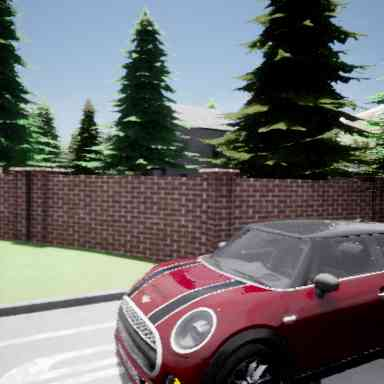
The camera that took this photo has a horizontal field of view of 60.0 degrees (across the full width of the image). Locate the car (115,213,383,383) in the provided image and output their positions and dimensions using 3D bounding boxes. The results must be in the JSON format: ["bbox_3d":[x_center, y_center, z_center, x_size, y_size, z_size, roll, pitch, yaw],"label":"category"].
[{"bbox_3d":[1.330,1.211,4.529,4.553,1.767,2.097,0,2,-27],"label":"car"}]
